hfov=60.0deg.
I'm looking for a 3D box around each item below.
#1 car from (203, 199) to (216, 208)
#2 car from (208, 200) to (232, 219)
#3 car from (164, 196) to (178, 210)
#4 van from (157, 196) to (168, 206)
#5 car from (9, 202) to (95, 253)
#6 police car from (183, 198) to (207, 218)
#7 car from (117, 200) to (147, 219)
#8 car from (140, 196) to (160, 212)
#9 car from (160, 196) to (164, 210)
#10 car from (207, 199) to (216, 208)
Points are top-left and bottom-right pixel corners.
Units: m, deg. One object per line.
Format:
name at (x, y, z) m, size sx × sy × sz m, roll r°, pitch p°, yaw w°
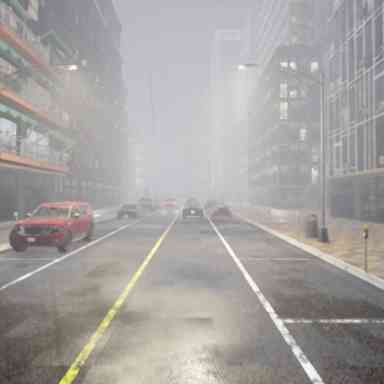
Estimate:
car at (2.713, 1.807, 53.098) m, size 1.752 × 1.417 × 4.829 m, roll 1°, pitch 0°, yaw 0°
car at (2.701, 1.730, 30.834) m, size 1.802 × 1.307 × 4.206 m, roll 1°, pitch 0°, yaw 0°
car at (-3.077, 1.599, 47.865) m, size 2.097 × 1.767 × 4.553 m, roll 0°, pitch 0°, yaw 0°
van at (-5.653, 1.699, 63.976) m, size 1.690 × 1.788 × 3.998 m, roll 1°, pitch 0°, yaw 0°
car at (-5.677, 1.376, 14.268) m, size 2.192 × 1.841 × 5.009 m, roll 1°, pitch 0°, yaw 0°
police car at (0.091, 1.662, 32.492) m, size 2.038 × 1.542 × 4.974 m, roll 0°, pitch 0°, yaw 0°
car at (-5.679, 1.714, 30.836) m, size 1.947 × 1.339 × 4.313 m, roll 1°, pitch 0°, yaw 0°
car at (-5.680, 1.526, 41.884) m, size 2.192 × 1.841 × 5.009 m, roll 1°, pitch 0°, yaw 0°
car at (-5.682, 1.559, 47.406) m, size 2.192 × 1.841 × 5.009 m, roll 1°, pitch 0°, yaw 0°
car at (2.711, 1.685, 47.405) m, size 1.967 × 1.590 × 4.097 m, roll 1°, pitch 0°, yaw 0°
